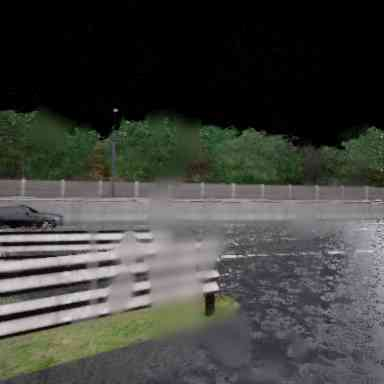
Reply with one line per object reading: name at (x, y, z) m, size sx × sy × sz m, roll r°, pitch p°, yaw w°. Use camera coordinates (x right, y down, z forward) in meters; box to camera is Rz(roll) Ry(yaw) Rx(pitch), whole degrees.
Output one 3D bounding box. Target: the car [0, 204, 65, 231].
car at (-9.340, 1.395, 17.971) m, size 4.674 × 1.442 × 1.812 m, roll 1°, pitch 0°, yaw -15°
